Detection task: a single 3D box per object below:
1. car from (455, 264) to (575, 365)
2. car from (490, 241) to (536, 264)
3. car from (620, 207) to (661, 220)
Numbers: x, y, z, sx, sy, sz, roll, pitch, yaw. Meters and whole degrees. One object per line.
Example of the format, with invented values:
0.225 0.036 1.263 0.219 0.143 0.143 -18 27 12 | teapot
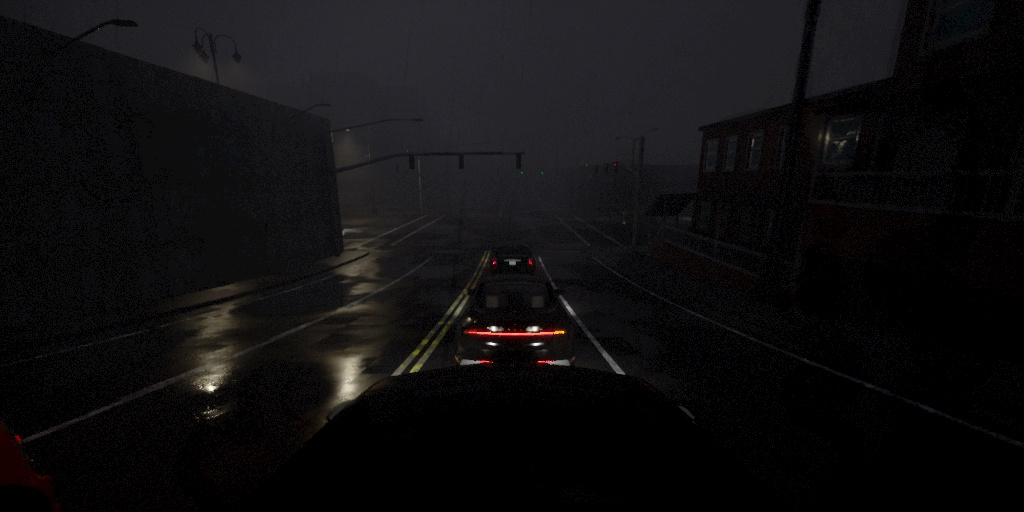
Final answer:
0.057 1.122 7.155 1.837 1.490 4.892 0 2 0 | car
0.031 0.052 17.673 2.097 1.767 4.553 0 7 0 | car
16.477 -5.542 45.997 5.008 1.535 1.882 0 12 0 | car
